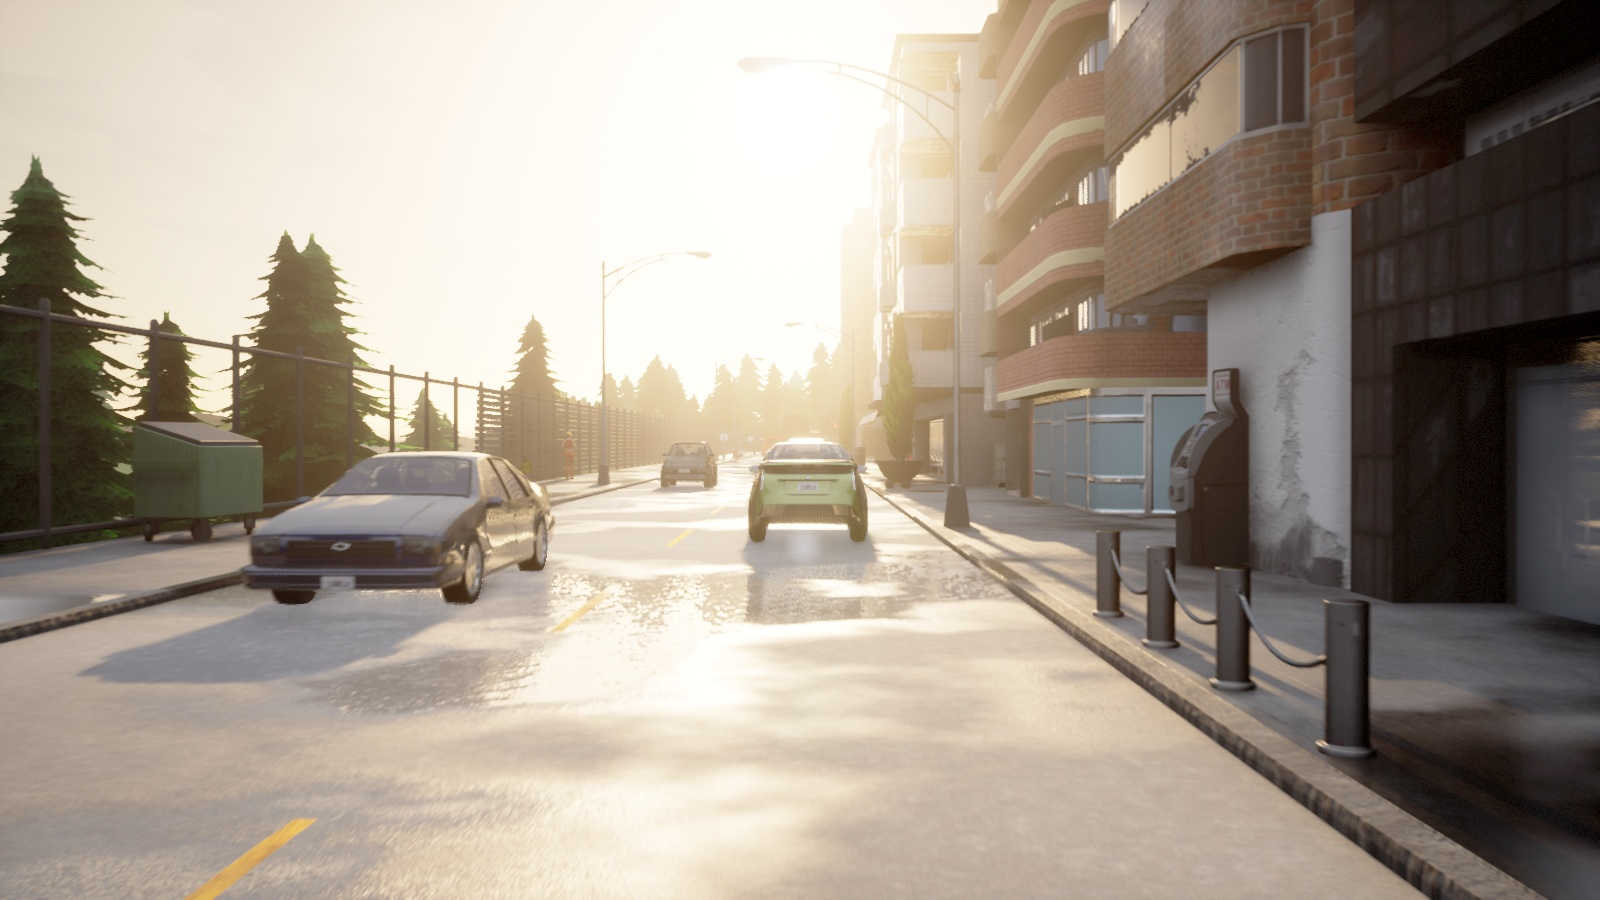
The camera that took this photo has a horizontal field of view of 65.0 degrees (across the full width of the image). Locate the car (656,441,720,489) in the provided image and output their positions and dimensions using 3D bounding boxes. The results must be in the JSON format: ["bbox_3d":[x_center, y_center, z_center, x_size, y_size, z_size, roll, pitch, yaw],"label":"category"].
[{"bbox_3d":[-3.747,0.482,42.516,1.789,1.549,3.705,0,0,0],"label":"car"}]

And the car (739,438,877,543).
[{"bbox_3d":[0.129,0.578,20.485,2.007,1.525,4.514,0,0,0],"label":"car"}]

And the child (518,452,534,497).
[{"bbox_3d":[-7.214,0.644,33.071,0.299,1.160,0.473,0,0,1],"label":"child"}]

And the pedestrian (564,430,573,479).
[{"bbox_3d":[-8.771,0.181,47.596,0.345,1.836,0.594,0,0,-11],"label":"pedestrian"}]

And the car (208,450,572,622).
[{"bbox_3d":[-3.911,0.717,13.163,2.033,1.411,5.357,0,0,0],"label":"car"}]
